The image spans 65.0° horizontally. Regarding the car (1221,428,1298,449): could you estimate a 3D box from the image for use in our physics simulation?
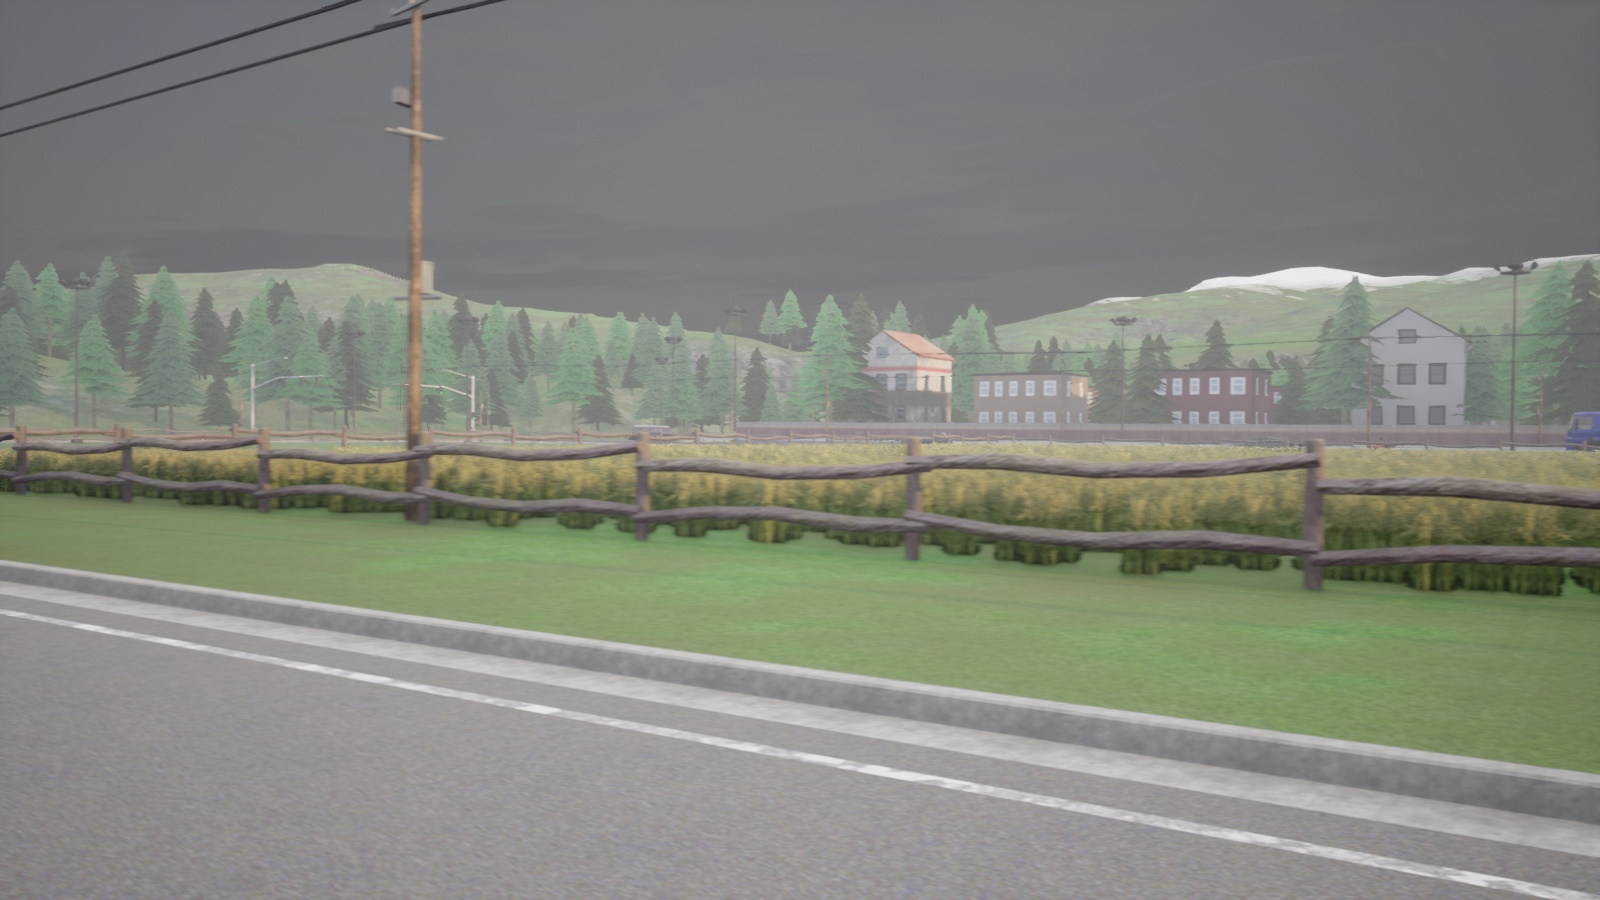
[{"bbox_3d":[32.714,-0.805,89.471,4.892,1.490,1.837,0,1,34],"label":"car"}]
